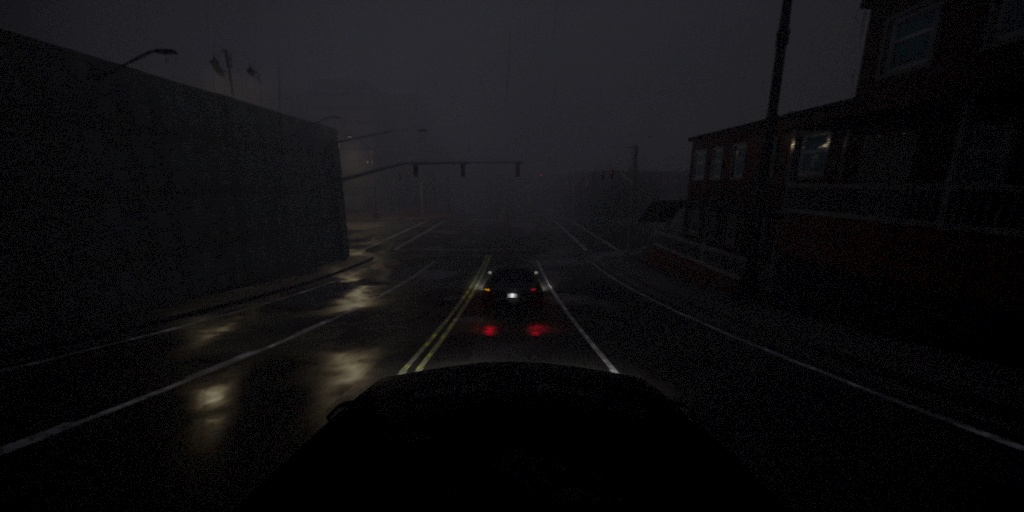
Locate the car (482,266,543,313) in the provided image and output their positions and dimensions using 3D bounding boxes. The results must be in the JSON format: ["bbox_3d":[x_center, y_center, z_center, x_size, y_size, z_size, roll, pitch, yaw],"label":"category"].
[{"bbox_3d":[0.033,1.024,12.793,1.994,1.385,4.181,0,4,1],"label":"car"}]
